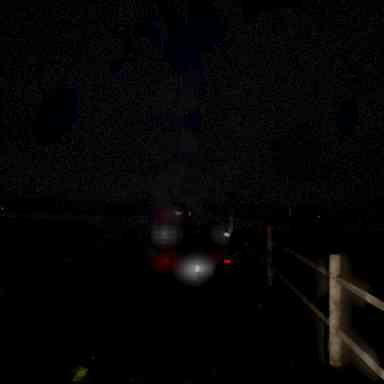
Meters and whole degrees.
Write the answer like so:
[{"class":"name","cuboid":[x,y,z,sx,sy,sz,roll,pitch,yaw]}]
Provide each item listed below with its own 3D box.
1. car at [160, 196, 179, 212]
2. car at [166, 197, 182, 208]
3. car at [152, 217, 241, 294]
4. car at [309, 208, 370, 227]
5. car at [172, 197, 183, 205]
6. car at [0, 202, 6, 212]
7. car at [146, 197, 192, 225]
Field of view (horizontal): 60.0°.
[{"class":"car","cuboid":[-2.799,1.471,42.246,2.097,1.767,4.553,0,0,-1]},{"class":"car","cuboid":[-2.815,1.646,53.098,2.128,1.511,4.902,0,0,0]},{"class":"car","cuboid":[0.099,1.583,8.887,1.994,1.385,4.181,0,0,0]},{"class":"car","cuboid":[12.596,2.119,28.579,4.892,1.490,1.837,2,0,-2]},{"class":"car","cuboid":[-2.761,1.760,64.473,1.994,1.385,4.181,0,0,1]},{"class":"car","cuboid":[-17.006,0.952,25.656,4.902,1.511,2.128,2,0,0]},{"class":"car","cuboid":[-1.611,1.419,22.165,2.097,1.767,4.553,0,-1,-21]}]
